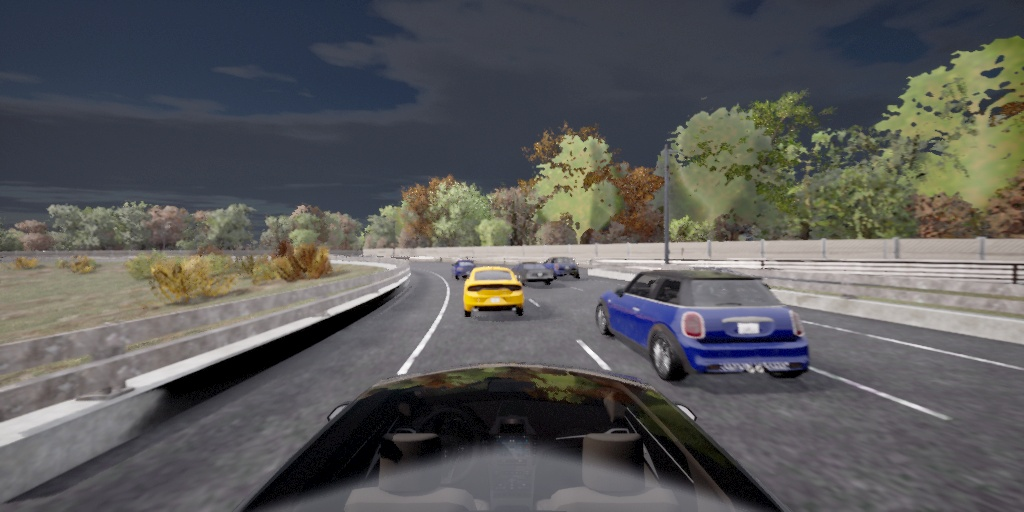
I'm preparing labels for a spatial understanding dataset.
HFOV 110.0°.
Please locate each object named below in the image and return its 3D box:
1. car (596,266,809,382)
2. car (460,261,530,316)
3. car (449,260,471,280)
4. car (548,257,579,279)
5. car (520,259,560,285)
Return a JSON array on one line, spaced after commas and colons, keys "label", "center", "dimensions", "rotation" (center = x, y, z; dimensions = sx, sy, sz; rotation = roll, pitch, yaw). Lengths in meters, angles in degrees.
[{"label": "car", "center": [3.257, 1.036, 7.245], "dimensions": [2.097, 1.767, 4.553], "rotation": [0, 0, -3]}, {"label": "car", "center": [-0.755, 1.126, 13.022], "dimensions": [1.882, 1.535, 5.008], "rotation": [0, 1, -6]}, {"label": "car", "center": [-3.763, 1.046, 28.437], "dimensions": [1.812, 1.442, 4.674], "rotation": [0, 1, -15]}, {"label": "car", "center": [3.529, 0.842, 28.113], "dimensions": [2.097, 1.767, 4.553], "rotation": [0, 1, -13]}, {"label": "car", "center": [1.089, 1.095, 23.150], "dimensions": [2.033, 1.411, 5.357], "rotation": [0, 1, -12]}]
